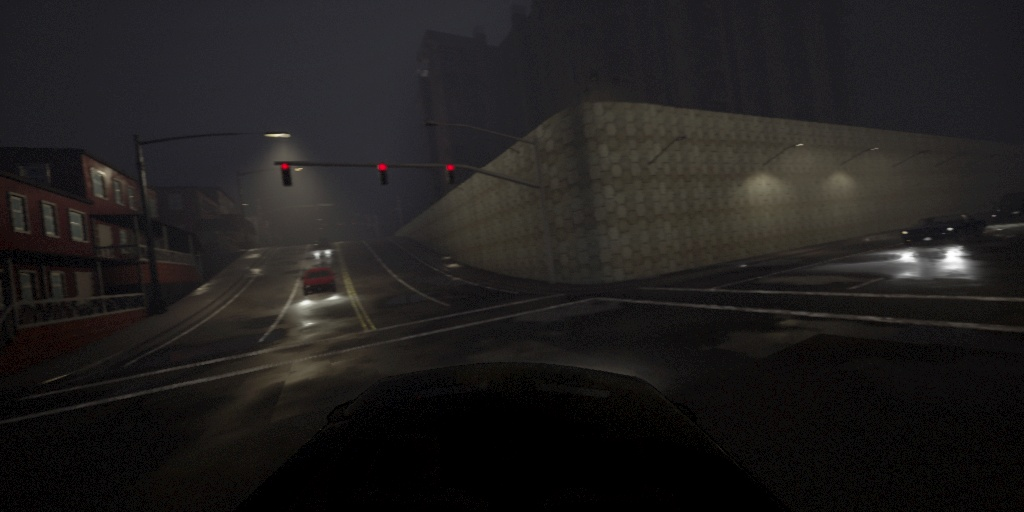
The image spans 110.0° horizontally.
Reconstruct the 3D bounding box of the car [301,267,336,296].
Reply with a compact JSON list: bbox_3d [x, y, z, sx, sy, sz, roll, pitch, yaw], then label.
[{"bbox_3d":[-13.469,1.625,25.114,1.882,1.535,5.008,-7,8,-27],"label":"car"}]

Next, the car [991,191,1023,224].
[{"bbox_3d":[35.944,-3.556,25.102,5.566,2.045,2.150,-7,0,-26],"label":"car"}]

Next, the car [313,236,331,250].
[{"bbox_3d":[-24.652,-1.776,46.563,2.033,1.411,5.357,-7,11,-26],"label":"car"}]

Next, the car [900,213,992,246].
[{"bbox_3d":[21.431,-1.347,17.833,4.718,1.301,1.895,-7,0,-26],"label":"car"}]
